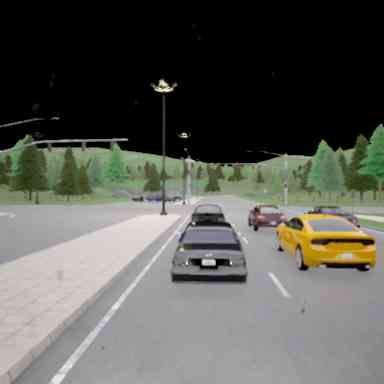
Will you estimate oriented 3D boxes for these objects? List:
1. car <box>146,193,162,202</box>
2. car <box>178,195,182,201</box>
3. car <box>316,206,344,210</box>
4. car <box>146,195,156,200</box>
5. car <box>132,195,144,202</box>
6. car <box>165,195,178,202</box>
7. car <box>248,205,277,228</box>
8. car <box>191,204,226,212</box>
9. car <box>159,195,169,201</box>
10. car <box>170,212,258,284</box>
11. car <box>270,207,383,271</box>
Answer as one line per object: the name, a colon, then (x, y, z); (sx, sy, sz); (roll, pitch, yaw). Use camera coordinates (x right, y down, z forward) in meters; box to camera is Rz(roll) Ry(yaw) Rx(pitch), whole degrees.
car: (-8.057, 1.156, 70.796); (2.150, 2.045, 5.566); (0, 0, 3)
car: (-3.800, 1.511, 85.941); (1.895, 1.301, 4.718); (0, 0, 3)
car: (7.967, 1.527, 19.690); (2.033, 1.411, 5.357); (0, 0, 3)
car: (-10.756, 1.468, 87.002); (1.994, 1.385, 4.181); (0, 0, 3)
car: (-11.552, 1.409, 70.973); (1.882, 1.535, 5.008); (0, 0, 3)
car: (-4.595, 1.484, 69.931); (1.994, 1.385, 4.181); (0, 0, 3)
car: (4.485, 1.505, 20.109); (1.812, 1.442, 4.674); (0, 0, 3)
car: (0.945, 1.458, 19.538); (1.882, 1.535, 5.008); (0, 0, 3)
car: (-7.262, 1.440, 86.804); (2.128, 1.511, 4.902); (0, 0, 3)
car: (0.489, 1.538, 9.572); (2.033, 1.411, 5.357); (0, 0, 3)
car: (4.064, 1.466, 10.894); (1.882, 1.535, 5.008); (0, 0, 3)
